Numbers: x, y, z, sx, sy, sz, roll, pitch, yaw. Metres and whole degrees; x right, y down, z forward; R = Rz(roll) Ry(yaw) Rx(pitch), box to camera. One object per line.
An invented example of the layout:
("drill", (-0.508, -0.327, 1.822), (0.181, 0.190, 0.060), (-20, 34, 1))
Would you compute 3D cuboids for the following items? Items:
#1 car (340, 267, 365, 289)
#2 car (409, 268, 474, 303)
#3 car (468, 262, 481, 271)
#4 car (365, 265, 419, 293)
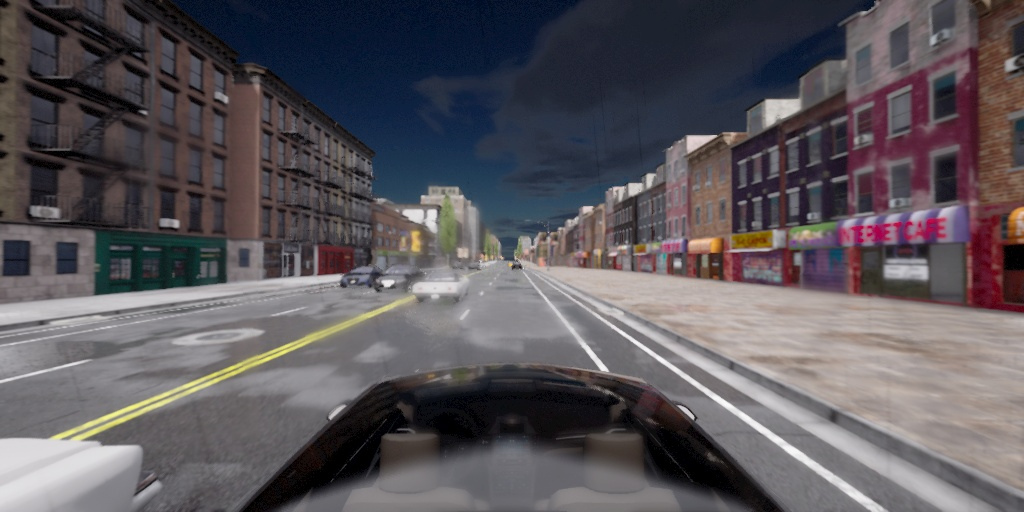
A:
("car", (-9.845, 1.408, 24.178), (1.994, 1.385, 4.181), (0, 0, 0))
("car", (-3.152, 1.396, 16.958), (1.895, 1.301, 4.718), (0, 0, 0))
("car", (-6.525, 1.783, 62.533), (1.837, 1.490, 4.892), (0, -1, 1))
("car", (-6.596, 1.316, 21.429), (2.128, 1.511, 4.902), (0, 0, 0))
